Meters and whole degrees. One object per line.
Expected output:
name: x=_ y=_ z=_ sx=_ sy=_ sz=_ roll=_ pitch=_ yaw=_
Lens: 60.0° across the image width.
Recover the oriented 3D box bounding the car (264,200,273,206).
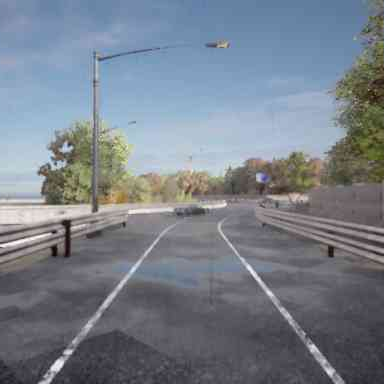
car: x=20.144 y=2.851 z=87.937 sx=1.812 sy=1.442 sz=4.674 roll=0 pitch=-1 yaw=6

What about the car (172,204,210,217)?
car: x=-0.071 y=2.068 z=38.204 sx=2.033 sy=1.411 sz=5.357 roll=-1 pitch=-1 yaw=36

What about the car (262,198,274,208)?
car: x=16.061 y=2.266 z=70.274 sx=2.150 sy=2.045 sz=5.566 roll=0 pitch=-1 yaw=16
